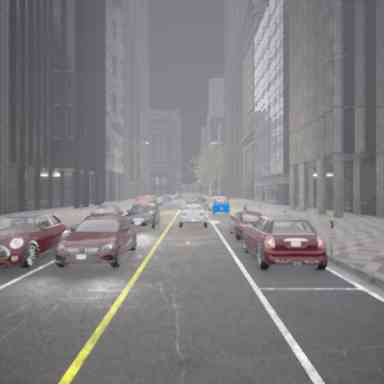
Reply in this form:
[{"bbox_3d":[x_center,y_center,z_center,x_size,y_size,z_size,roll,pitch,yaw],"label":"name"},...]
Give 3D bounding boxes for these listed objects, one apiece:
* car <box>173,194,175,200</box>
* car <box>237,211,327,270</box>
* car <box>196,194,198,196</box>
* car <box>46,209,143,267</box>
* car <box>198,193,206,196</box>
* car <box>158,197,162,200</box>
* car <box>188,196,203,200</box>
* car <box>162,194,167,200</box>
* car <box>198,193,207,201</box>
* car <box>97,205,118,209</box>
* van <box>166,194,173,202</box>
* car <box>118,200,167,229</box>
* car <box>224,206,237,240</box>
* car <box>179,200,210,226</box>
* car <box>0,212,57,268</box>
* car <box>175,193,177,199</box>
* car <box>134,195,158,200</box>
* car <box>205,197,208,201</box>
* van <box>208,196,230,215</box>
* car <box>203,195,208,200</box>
[{"bbox_3d":[-5.716,1.563,78.758,1.947,1.339,4.313,0,0,0],"label":"car"},{"bbox_3d":[2.851,1.452,11.069,1.967,1.590,4.097,0,0,0],"label":"car"},{"bbox_3d":[2.806,1.317,84.389,2.192,1.841,5.009,0,0,0],"label":"car"},{"bbox_3d":[-3.060,1.538,11.529,1.812,1.442,4.674,0,0,0],"label":"car"},{"bbox_3d":[2.817,1.435,67.471,1.967,1.590,4.097,0,0,0],"label":"car"},{"bbox_3d":[-5.694,1.331,44.927,2.192,1.841,5.009,0,0,0],"label":"car"},{"bbox_3d":[0.070,1.580,45.056,1.994,1.385,4.181,0,0,0],"label":"car"},{"bbox_3d":[-5.702,1.530,55.995,1.752,1.417,4.829,0,0,1],"label":"car"},{"bbox_3d":[2.803,1.324,90.028,2.192,1.841,5.009,0,0,0],"label":"car"},{"bbox_3d":[-5.682,1.572,22.367,2.008,1.369,4.403,0,0,0],"label":"car"},{"bbox_3d":[-5.711,1.336,73.119,1.690,1.788,3.998,0,0,0],"label":"van"},{"bbox_3d":[-3.084,1.508,21.692,2.128,1.511,4.902,0,0,0],"label":"car"},{"bbox_3d":[2.847,1.599,16.710,1.802,1.307,4.206,0,0,0],"label":"car"},{"bbox_3d":[0.081,1.547,23.190,1.812,1.442,4.674,0,0,0],"label":"car"},{"bbox_3d":[-5.675,1.452,11.089,1.967,1.590,4.097,0,0,0],"label":"car"},{"bbox_3d":[-5.723,1.449,90.036,1.967,1.590,4.097,0,0,0],"label":"car"},{"bbox_3d":[-5.691,1.335,39.286,2.192,1.841,5.009,0,0,0],"label":"car"},{"bbox_3d":[2.835,1.546,39.441,1.752,1.417,4.829,0,0,0],"label":"car"},{"bbox_3d":[2.838,1.364,33.630,1.690,1.788,3.998,0,0,0],"label":"van"},{"bbox_3d":[2.835,1.534,50.754,1.752,1.417,4.829,0,0,1],"label":"car"}]
